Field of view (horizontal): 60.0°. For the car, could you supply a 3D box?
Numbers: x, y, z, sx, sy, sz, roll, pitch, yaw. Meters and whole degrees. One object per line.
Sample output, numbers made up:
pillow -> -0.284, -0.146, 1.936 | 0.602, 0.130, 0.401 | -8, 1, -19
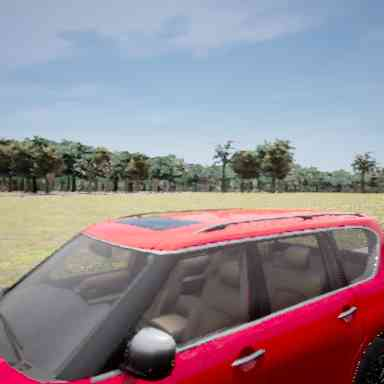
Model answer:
car -> -0.167, 1.221, 2.950 | 5.566, 2.045, 2.150 | 0, 0, -35
